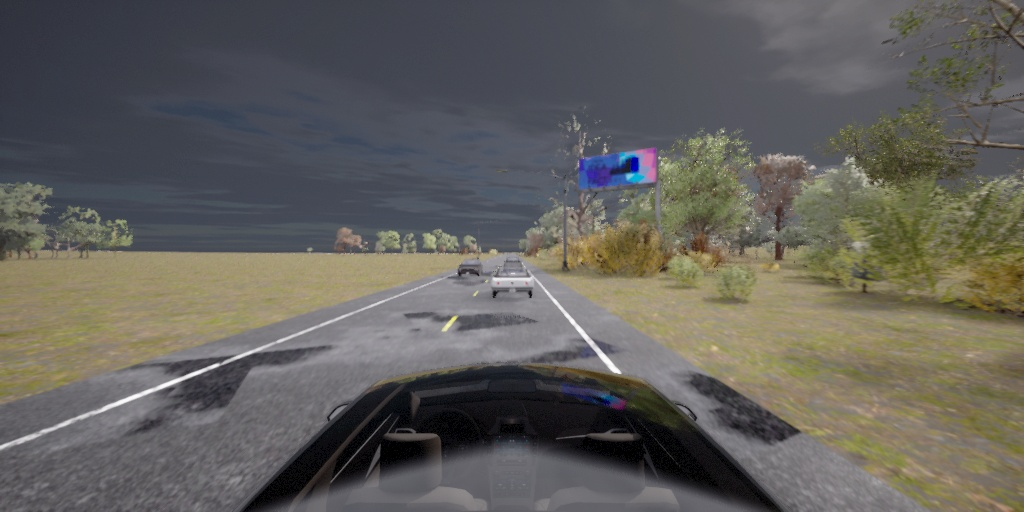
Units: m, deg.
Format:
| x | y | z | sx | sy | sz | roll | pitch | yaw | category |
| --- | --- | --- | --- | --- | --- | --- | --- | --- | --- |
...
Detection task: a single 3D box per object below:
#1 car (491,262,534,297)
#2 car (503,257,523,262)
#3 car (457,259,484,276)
| x | y | z | sx | sy | sz | roll | pitch | yaw | category |
| --- | --- | --- | --- | --- | --- | --- | --- | --- | --- |
| 0.032 | 1.171 | 17.464 | 1.895 | 1.301 | 4.718 | 0 | 1 | 0 | car |
| 0.088 | 0.838 | 36.925 | 2.128 | 1.511 | 4.902 | 0 | 1 | 0 | car |
| -3.508 | 0.962 | 31.136 | 2.033 | 1.411 | 5.357 | 0 | 1 | 0 | car |
